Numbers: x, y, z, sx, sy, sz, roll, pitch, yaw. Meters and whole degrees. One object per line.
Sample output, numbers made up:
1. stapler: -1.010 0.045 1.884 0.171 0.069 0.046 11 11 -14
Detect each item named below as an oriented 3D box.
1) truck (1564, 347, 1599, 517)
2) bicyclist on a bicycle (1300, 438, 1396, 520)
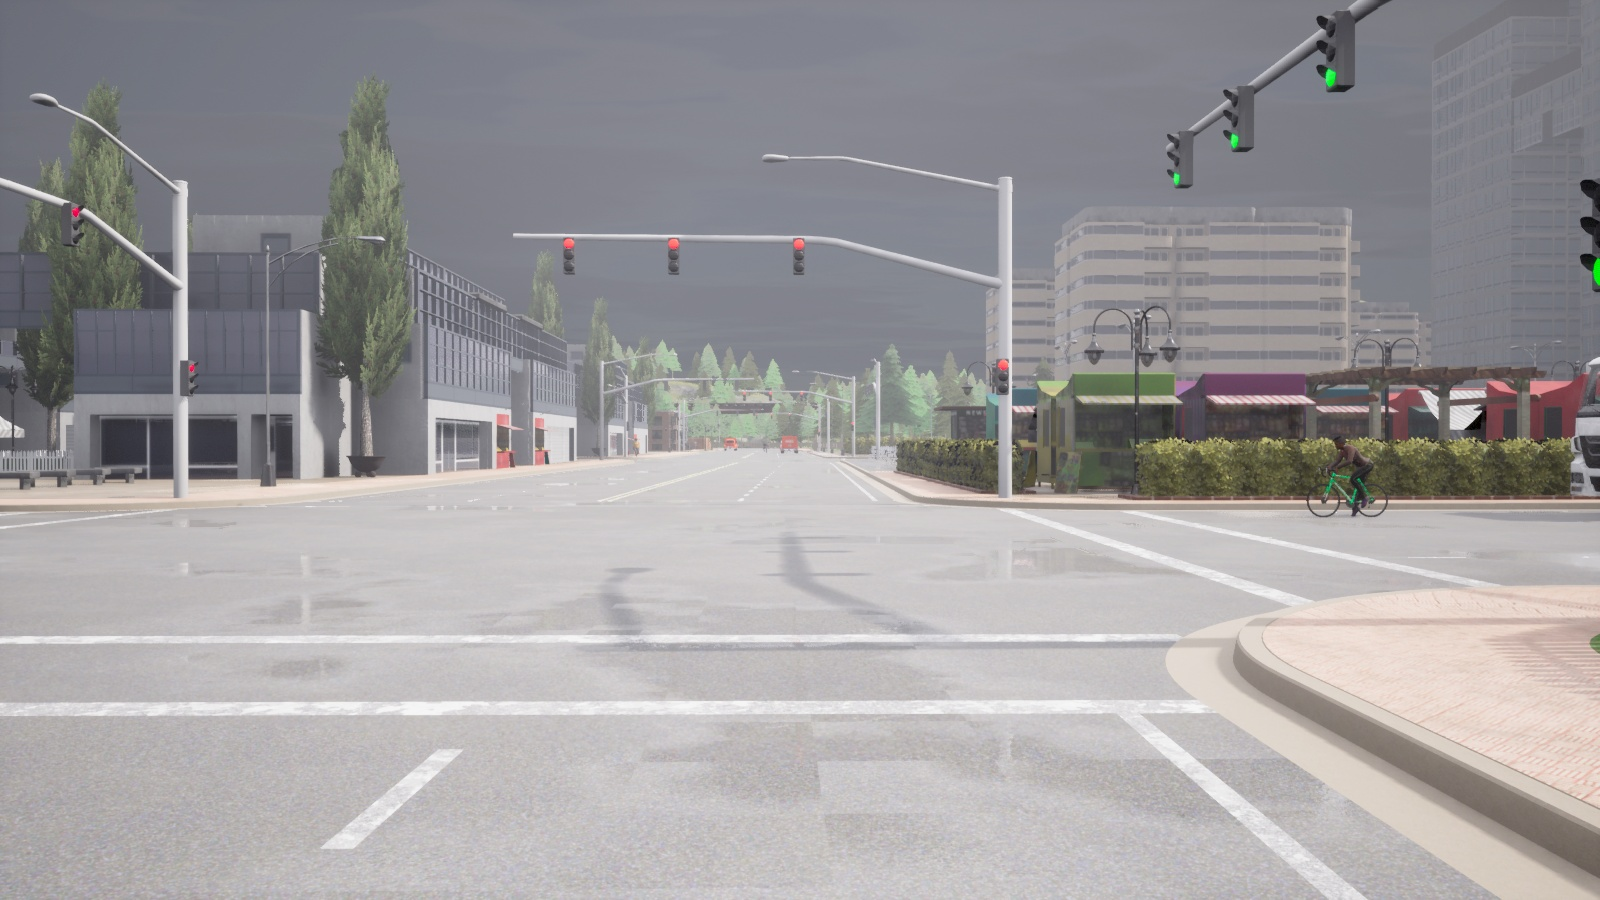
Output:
1. truck: 20.193 -0.362 25.251 7.936 3.462 2.891 0 0 -1
2. bicyclist on a bicycle: 10.932 0.567 25.075 1.656 1.620 0.582 0 0 -1
